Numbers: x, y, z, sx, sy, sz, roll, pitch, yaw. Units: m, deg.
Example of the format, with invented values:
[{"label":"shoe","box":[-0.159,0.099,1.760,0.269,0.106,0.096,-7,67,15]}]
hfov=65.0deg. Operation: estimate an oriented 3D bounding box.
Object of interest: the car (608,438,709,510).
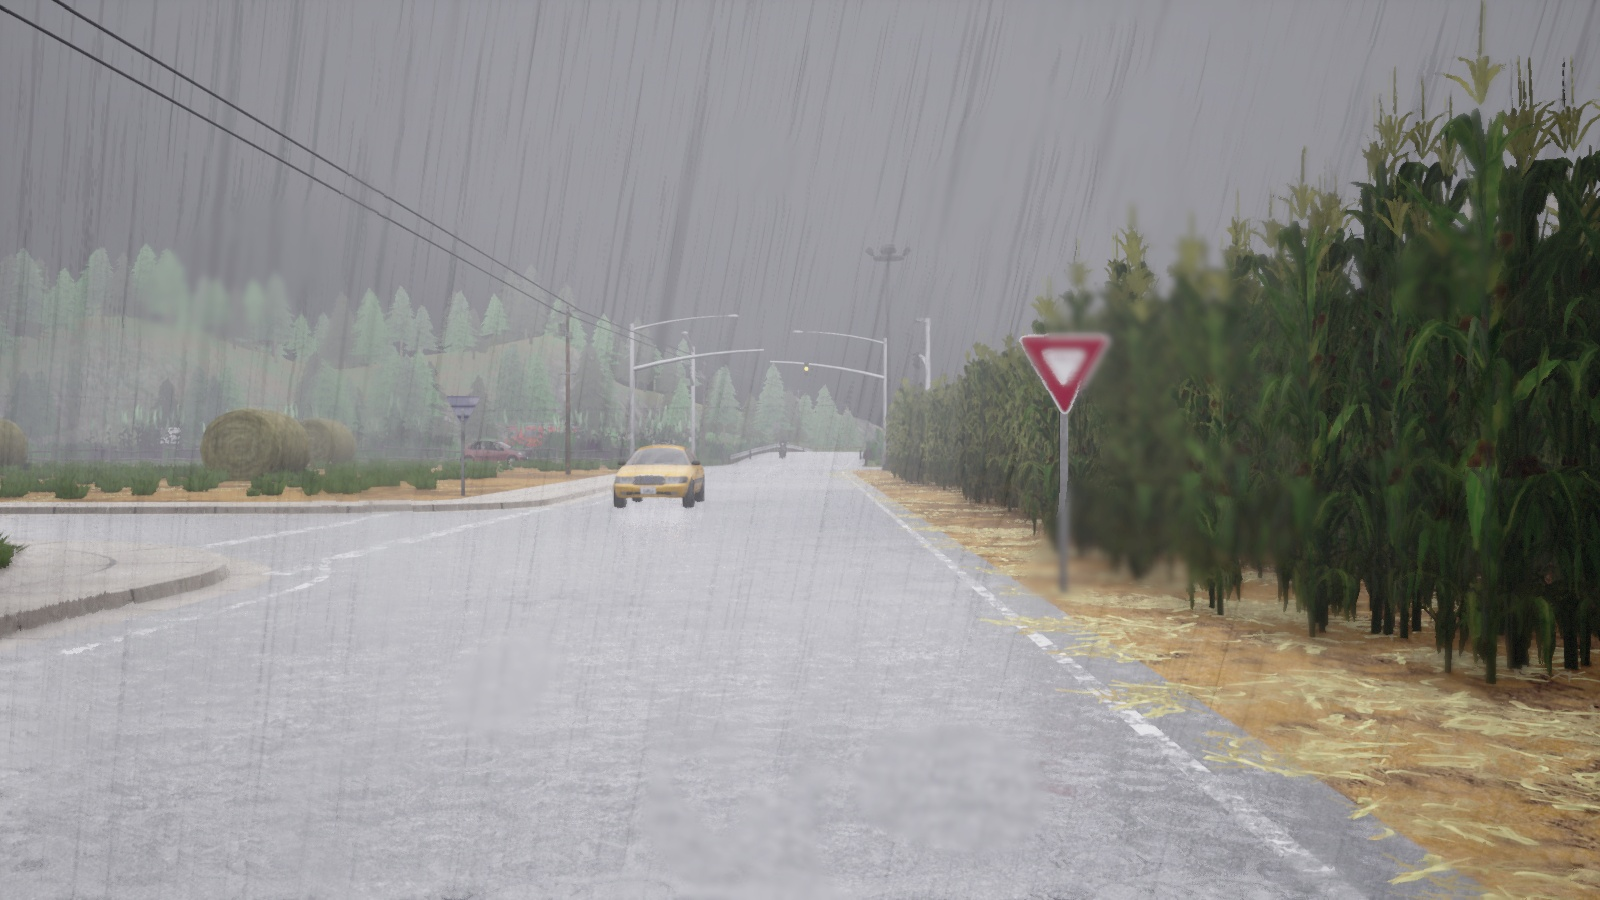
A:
[{"label":"car","box":[-3.320,0.512,30.352,1.801,1.575,5.366,0,0,0]}]

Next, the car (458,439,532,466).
[{"label":"car","box":[-18.478,0.165,76.190,3.988,1.617,1.851,0,0,3]}]
